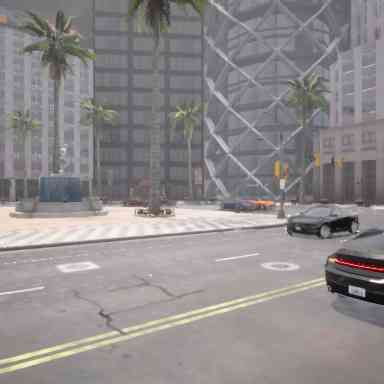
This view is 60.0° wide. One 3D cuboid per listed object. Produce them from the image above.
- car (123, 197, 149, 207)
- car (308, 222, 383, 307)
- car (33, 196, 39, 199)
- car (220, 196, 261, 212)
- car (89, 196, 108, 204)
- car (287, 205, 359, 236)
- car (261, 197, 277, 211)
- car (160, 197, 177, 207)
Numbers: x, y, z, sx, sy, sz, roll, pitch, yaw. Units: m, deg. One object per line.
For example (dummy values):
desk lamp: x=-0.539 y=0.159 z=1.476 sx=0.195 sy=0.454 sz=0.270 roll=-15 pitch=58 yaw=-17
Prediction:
car: x=-7.933 y=1.477 z=49.712 sx=5.008 sy=1.535 sz=1.882 roll=0 pitch=0 yaw=19
car: x=4.893 y=1.505 z=7.279 sx=4.892 sy=1.490 sz=1.837 roll=0 pitch=0 yaw=-35
car: x=-28.454 y=1.492 z=61.334 sx=4.902 sy=1.511 sz=2.128 roll=0 pitch=0 yaw=-10
car: x=5.447 y=1.354 z=39.375 sx=2.097 sy=1.767 sz=4.553 roll=0 pitch=0 yaw=-40
car: x=-18.294 y=1.478 z=62.134 sx=5.008 sy=1.535 sz=1.882 roll=0 pitch=0 yaw=2
car: x=7.005 y=1.478 z=17.574 sx=5.008 sy=1.535 sz=1.882 roll=0 pitch=1 yaw=-40
car: x=8.263 y=1.354 z=41.400 sx=2.097 sy=1.767 sz=4.553 roll=0 pitch=0 yaw=-39
car: x=-4.628 y=1.525 z=52.089 sx=4.674 sy=1.442 sz=1.812 roll=0 pitch=0 yaw=23
